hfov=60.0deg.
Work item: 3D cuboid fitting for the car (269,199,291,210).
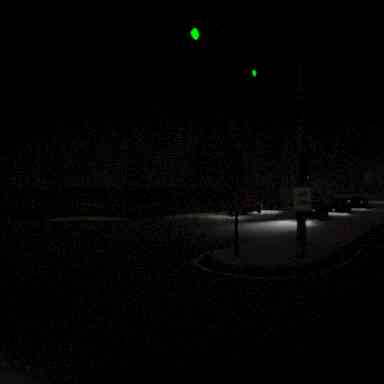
[{"bbox_3d":[11.399,1.568,42.218,1.895,1.301,4.718,0,0,36],"label":"car"}]

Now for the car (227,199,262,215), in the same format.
[{"bbox_3d":[5.452,1.444,34.056,1.882,1.535,5.008,0,0,36],"label":"car"}]

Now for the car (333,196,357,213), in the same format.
[{"bbox_3d":[16.666,1.531,37.568,2.033,1.411,5.357,0,0,36],"label":"car"}]

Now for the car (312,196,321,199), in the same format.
[{"bbox_3d":[19.399,1.474,53.159,1.837,1.490,4.892,0,0,37],"label":"car"}]

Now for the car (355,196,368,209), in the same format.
[{"bbox_3d":[23.156,1.336,46.469,2.097,1.767,4.553,0,0,36],"label":"car"}]

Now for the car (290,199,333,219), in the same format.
[{"bbox_3d":[10.596,1.583,29.246,1.895,1.301,4.718,0,0,36],"label":"car"}]
